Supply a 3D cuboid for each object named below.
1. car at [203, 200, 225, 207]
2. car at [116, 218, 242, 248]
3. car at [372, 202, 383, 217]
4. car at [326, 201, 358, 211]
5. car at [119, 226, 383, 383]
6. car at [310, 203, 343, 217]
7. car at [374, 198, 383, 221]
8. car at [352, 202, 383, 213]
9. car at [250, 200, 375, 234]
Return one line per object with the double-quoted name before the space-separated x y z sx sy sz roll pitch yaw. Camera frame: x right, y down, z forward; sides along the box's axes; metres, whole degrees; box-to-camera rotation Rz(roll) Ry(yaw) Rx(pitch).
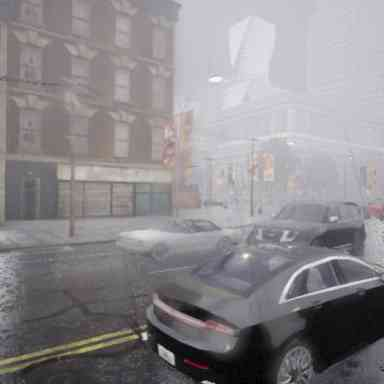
"car" 4.195 2.093 62.115 1.895 1.301 4.718 1 -1 -33
"car" -0.383 1.686 12.463 4.718 1.301 1.895 1 -1 -39
"car" 22.271 1.997 36.994 1.837 1.490 4.892 1 0 2
"car" 23.551 2.136 52.414 2.002 1.452 4.674 1 0 -16
"car" 1.649 1.545 5.035 4.902 1.511 2.128 1 0 -37
"car" 15.114 1.987 37.543 1.994 1.385 4.181 1 0 0
"car" 18.405 1.638 31.834 2.150 2.045 5.566 1 0 9
"car" 24.873 2.184 46.838 1.895 1.301 4.718 1 0 -6
"car" 4.330 1.352 11.938 5.566 2.045 2.150 1 -1 -44
